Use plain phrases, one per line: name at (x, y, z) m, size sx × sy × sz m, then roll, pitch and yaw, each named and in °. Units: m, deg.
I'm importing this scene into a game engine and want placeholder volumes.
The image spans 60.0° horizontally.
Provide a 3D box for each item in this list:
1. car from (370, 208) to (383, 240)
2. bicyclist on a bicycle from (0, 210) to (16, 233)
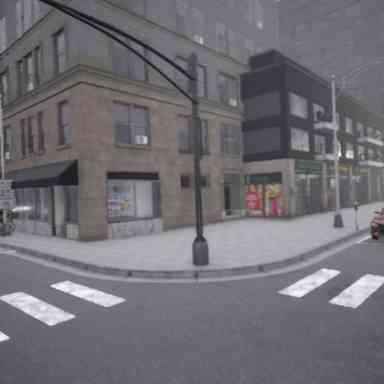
car at (8.698, 1.110, 13.650) m, size 1.887 × 1.381 × 4.507 m, roll -1°, pitch 1°, yaw 42°
bicyclist on a bicycle at (-10.442, 1.519, 18.073) m, size 0.582 × 1.620 × 1.656 m, roll -2°, pitch 1°, yaw 42°
